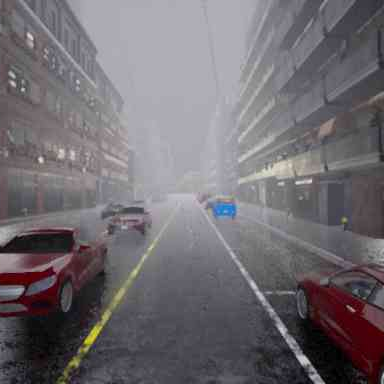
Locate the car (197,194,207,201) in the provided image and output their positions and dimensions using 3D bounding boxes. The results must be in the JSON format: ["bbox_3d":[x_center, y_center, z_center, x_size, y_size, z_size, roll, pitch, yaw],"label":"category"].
[{"bbox_3d":[2.119,1.137,71.240,1.752,1.417,4.829,1,0,0],"label":"car"}]

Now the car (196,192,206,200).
[{"bbox_3d":[2.077,0.898,76.640,2.192,1.841,5.009,1,0,0],"label":"car"}]

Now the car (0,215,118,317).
[{"bbox_3d":[-3.154,1.492,7.513,1.812,1.442,4.674,0,0,-1],"label":"car"}]

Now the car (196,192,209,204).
[{"bbox_3d":[2.261,1.016,54.357,2.192,1.841,5.009,1,0,0],"label":"car"}]

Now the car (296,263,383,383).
[{"bbox_3d":[2.673,1.552,4.221,1.802,1.307,4.206,1,0,0],"label":"car"}]

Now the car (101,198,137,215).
[{"bbox_3d":[-5.891,1.436,26.475,1.947,1.339,4.313,1,0,0],"label":"car"}]

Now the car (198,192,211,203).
[{"bbox_3d":[2.215,0.986,59.927,2.192,1.841,5.009,1,0,0],"label":"car"}]

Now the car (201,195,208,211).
[{"bbox_3d":[2.397,1.335,37.645,1.887,1.381,4.507,1,0,0],"label":"car"}]

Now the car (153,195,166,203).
[{"bbox_3d":[-6.168,1.236,59.900,1.887,1.381,4.507,1,0,0],"label":"car"}]

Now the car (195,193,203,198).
[{"bbox_3d":[1.936,1.046,93.354,2.008,1.369,4.403,1,0,0],"label":"car"}]

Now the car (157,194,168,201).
[{"bbox_3d":[-6.261,1.214,71.041,1.802,1.307,4.206,1,0,0],"label":"car"}]

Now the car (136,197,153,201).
[{"bbox_3d":[-5.984,1.376,37.616,1.947,1.339,4.313,1,0,0],"label":"car"}]

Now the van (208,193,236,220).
[{"bbox_3d":[2.491,1.191,26.504,1.690,1.788,3.998,1,0,0],"label":"van"}]

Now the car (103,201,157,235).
[{"bbox_3d":[-3.232,1.434,18.205,1.812,1.442,4.674,0,0,0],"label":"car"}]

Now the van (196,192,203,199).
[{"bbox_3d":[1.984,0.865,87.782,1.690,1.788,3.998,1,0,0],"label":"van"}]
